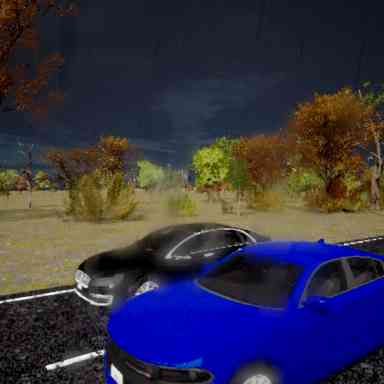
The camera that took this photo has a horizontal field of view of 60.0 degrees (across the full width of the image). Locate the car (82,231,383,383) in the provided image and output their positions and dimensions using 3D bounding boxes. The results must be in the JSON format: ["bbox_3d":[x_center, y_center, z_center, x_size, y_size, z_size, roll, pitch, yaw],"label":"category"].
[{"bbox_3d":[1.317,1.477,4.624,5.008,1.535,1.882,0,0,-36],"label":"car"}]

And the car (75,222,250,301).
[{"bbox_3d":[-0.108,1.504,7.600,4.892,1.490,1.837,0,0,-36],"label":"car"}]
